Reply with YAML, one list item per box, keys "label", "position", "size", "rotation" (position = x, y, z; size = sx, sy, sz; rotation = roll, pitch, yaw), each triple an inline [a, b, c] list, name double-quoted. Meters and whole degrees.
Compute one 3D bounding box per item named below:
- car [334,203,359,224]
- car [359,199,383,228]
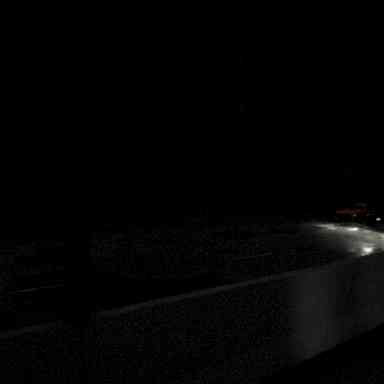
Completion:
- label: "car"
  position: [13.295, 1.647, 26.375]
  size: [5.008, 1.535, 1.882]
  rotation: [1, 0, -36]
- label: "car"
  position: [14.000, 1.378, 22.575]
  size: [5.566, 2.045, 2.150]
  rotation: [0, 0, -36]
